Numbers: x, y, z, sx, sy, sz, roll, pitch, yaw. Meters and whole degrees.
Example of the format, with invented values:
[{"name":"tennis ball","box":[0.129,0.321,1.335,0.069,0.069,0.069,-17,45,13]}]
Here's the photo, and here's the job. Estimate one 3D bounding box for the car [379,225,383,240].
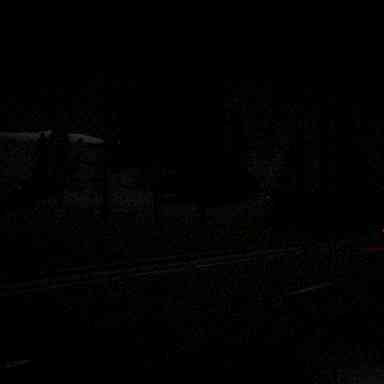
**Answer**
[{"name":"car","box":[11.065,1.814,15.945,5.357,1.411,2.033,1,-1,-36]}]
